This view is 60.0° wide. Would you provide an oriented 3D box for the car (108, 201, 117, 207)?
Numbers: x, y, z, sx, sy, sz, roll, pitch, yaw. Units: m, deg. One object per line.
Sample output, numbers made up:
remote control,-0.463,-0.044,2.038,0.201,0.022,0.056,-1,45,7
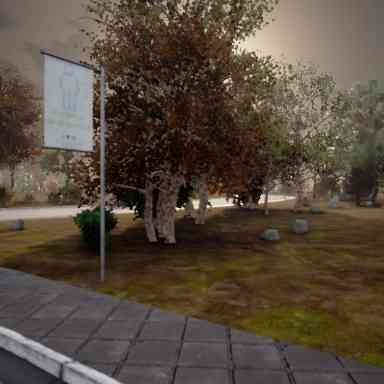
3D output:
car,-10.685,1.521,47.527,1.837,1.490,4.892,0,0,37
